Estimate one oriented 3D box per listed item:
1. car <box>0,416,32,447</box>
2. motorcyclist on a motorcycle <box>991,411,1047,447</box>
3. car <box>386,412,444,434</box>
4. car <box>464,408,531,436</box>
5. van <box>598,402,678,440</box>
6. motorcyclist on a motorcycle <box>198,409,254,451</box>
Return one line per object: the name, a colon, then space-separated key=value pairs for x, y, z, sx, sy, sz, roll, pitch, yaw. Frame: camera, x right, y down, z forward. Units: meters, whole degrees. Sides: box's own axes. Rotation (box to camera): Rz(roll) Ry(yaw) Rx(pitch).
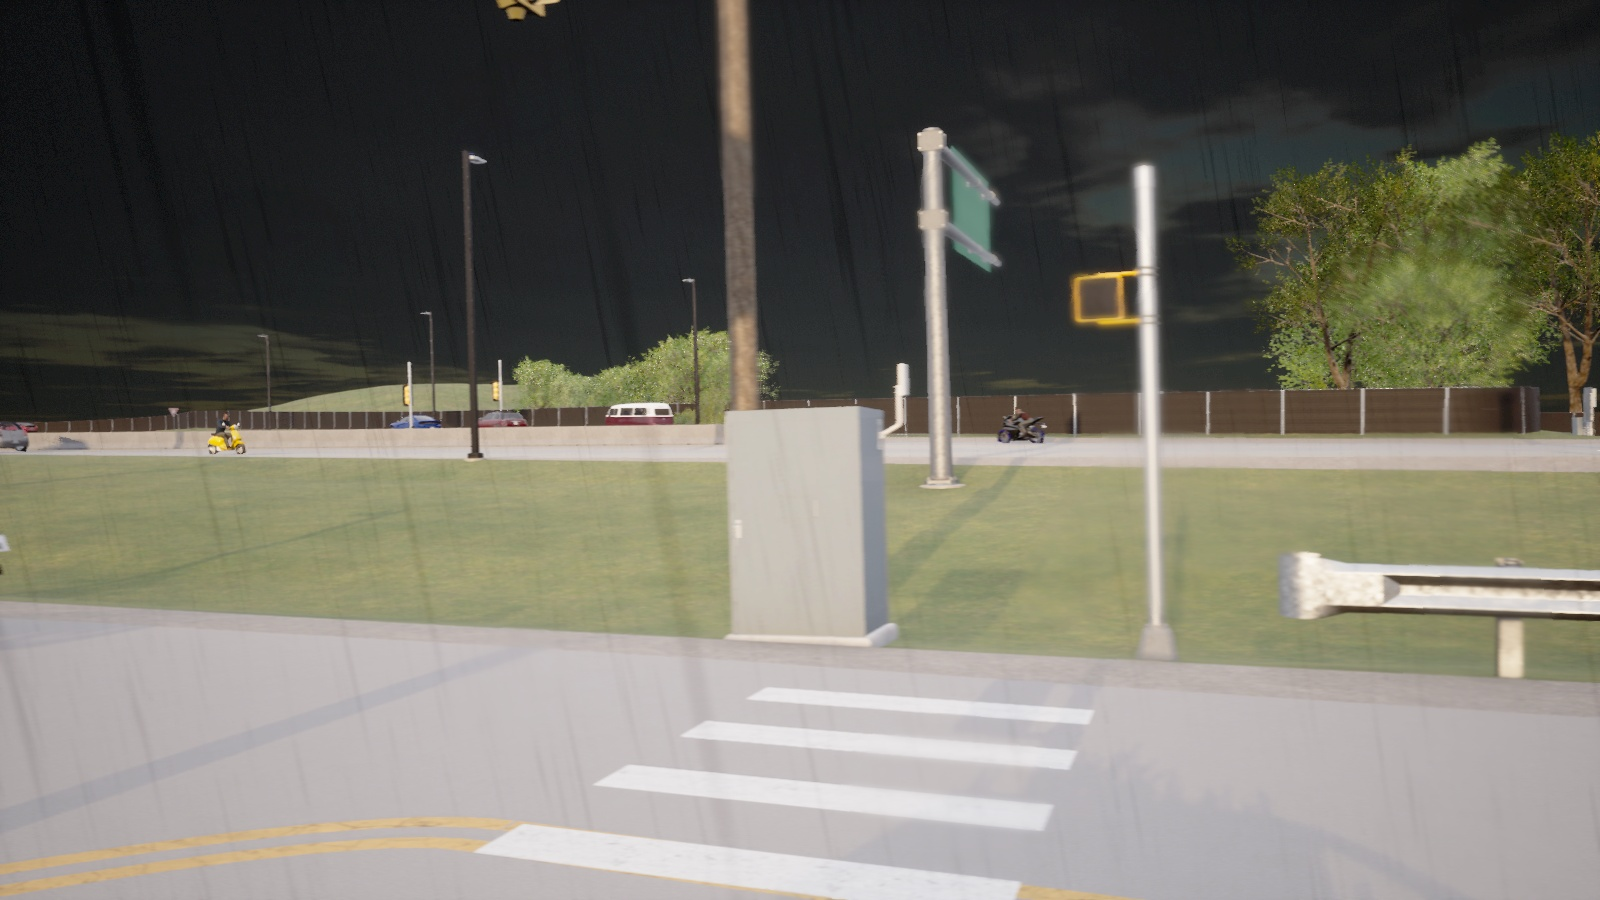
car: x=-39.712 y=-0.901 z=61.316 sx=3.633 sy=1.501 sz=1.845 roll=0 pitch=1 yaw=19
motorcyclist on a motorcycle: x=9.321 y=-0.907 z=53.459 sx=2.191 sy=1.530 sz=0.866 roll=1 pitch=2 yaw=39
car: x=-27.179 y=-1.922 z=88.530 sx=1.882 sy=1.535 sz=5.008 roll=-2 pitch=2 yaw=-44
car: x=-19.385 y=-1.816 z=80.392 sx=2.097 sy=1.767 sz=4.553 roll=-2 pitch=2 yaw=-44
van: x=-8.991 y=-1.649 z=69.679 sx=4.480 sy=2.038 sz=2.069 roll=2 pitch=3 yaw=44
motorcyclist on a motorcycle: x=-21.761 y=-0.764 z=47.613 sx=1.817 sy=1.590 sz=0.866 roll=0 pitch=1 yaw=19
